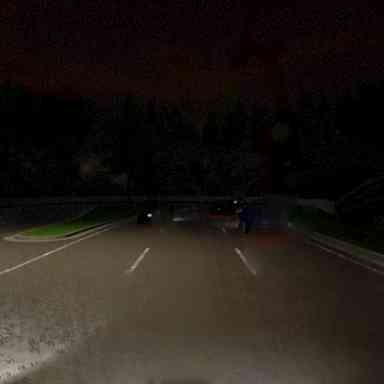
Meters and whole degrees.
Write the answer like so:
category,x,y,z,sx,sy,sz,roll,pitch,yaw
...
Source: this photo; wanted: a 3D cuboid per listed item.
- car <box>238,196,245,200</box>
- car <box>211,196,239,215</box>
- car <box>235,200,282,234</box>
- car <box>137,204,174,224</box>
category,x,y,z,sx,sy,sz,roll,pitch,yaw
car,5.938,1.352,43.888,2.097,1.767,4.553,0,0,13
car,3.244,1.478,33.770,1.882,1.535,5.008,0,0,16
car,3.825,1.477,19.266,1.882,1.535,5.008,0,0,2
car,-2.597,1.563,24.697,1.994,1.385,4.181,0,0,8
